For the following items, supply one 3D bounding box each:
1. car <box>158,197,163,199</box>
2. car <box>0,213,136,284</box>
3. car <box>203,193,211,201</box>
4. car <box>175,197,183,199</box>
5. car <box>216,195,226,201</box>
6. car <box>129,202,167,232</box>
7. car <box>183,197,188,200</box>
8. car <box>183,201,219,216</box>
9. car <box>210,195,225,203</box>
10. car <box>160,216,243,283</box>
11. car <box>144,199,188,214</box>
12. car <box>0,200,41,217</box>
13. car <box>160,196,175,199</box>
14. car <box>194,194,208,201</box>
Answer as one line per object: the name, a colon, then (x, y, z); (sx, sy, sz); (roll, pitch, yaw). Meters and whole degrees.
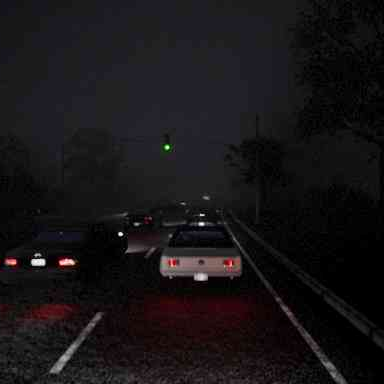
car: (-5.236, 1.668, 41.247); (1.895, 1.301, 4.718); (0, 0, 5)
car: (-3.249, 1.563, 9.660); (2.033, 1.411, 5.357); (0, 0, 1)
car: (3.698, 1.363, 82.792); (2.150, 2.045, 5.566); (0, 0, 10)
car: (-3.343, 1.602, 59.103); (1.837, 1.490, 4.892); (0, 0, 7)
car: (7.201, 1.484, 82.517); (1.882, 1.535, 5.008); (0, 0, 10)
car: (-2.887, 1.558, 20.251); (1.812, 1.442, 4.674); (0, 0, 2)
car: (-1.999, 1.671, 69.072); (1.994, 1.385, 4.181); (0, 0, 8)
car: (0.648, 1.540, 21.095); (1.837, 1.490, 4.892); (0, 0, 3)
car: (5.625, 1.669, 72.797); (1.994, 1.385, 4.181); (0, 0, 9)
car: (0.254, 1.617, 9.657); (1.895, 1.301, 4.718); (0, 0, 1)
car: (-3.032, 1.656, 34.143); (4.718, 1.301, 1.895); (0, 0, -42)
car: (-16.705, 1.540, 31.122); (4.902, 1.511, 2.128); (0, 0, 4)
car: (-4.377, 1.434, 50.176); (2.097, 1.767, 4.553); (0, 0, 6)
car: (1.638, 1.714, 68.980); (1.895, 1.301, 4.718); (0, 0, 8)
